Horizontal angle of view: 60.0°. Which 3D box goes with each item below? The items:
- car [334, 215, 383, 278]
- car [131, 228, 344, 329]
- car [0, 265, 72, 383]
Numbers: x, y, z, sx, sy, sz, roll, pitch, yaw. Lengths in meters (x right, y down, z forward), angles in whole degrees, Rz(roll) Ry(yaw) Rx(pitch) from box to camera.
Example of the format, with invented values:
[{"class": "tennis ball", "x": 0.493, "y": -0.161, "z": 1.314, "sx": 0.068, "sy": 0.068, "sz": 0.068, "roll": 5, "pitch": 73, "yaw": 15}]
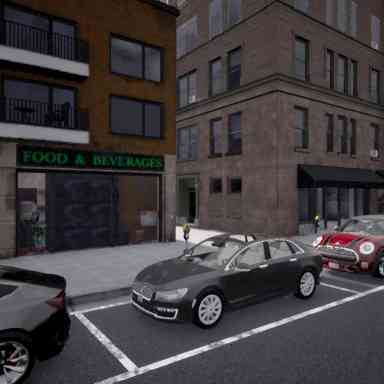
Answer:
[{"class": "car", "x": 5.406, "y": 1.442, "z": 10.037, "sx": 4.097, "sy": 1.590, "sz": 1.967, "roll": 0, "pitch": 0, "yaw": -35}, {"class": "car", "x": 0.910, "y": 1.551, "z": 6.836, "sx": 4.403, "sy": 1.369, "sz": 2.008, "roll": 0, "pitch": 0, "yaw": -35}, {"class": "car", "x": -3.585, "y": 1.566, "z": 3.635, "sx": 4.313, "sy": 1.339, "sz": 1.947, "roll": 0, "pitch": 0, "yaw": -35}]
